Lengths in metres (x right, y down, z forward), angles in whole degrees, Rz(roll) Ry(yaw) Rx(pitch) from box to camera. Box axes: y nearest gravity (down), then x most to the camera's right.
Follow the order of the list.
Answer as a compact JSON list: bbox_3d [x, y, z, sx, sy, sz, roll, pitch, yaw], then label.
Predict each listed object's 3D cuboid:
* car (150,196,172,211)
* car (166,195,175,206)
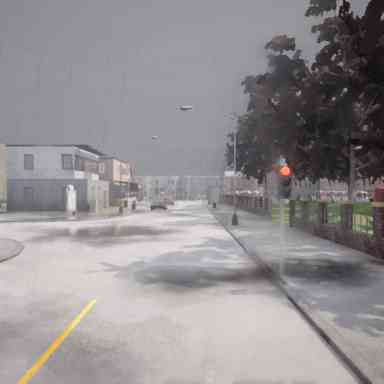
[{"bbox_3d":[-4.062,1.547,42.011,2.033,1.411,5.357,0,0,0],"label":"car"},{"bbox_3d":[-4.038,1.353,55.291,2.097,1.767,4.553,0,0,0],"label":"car"}]
